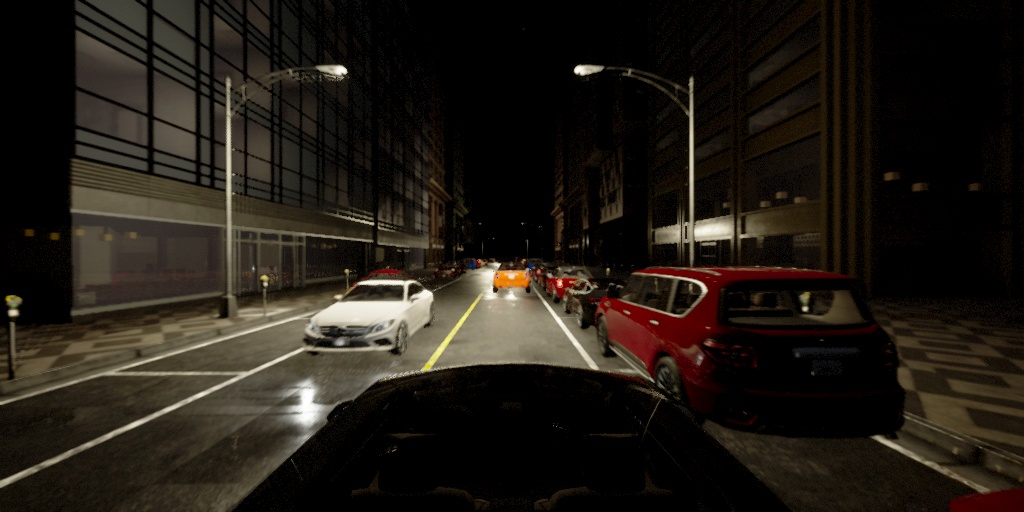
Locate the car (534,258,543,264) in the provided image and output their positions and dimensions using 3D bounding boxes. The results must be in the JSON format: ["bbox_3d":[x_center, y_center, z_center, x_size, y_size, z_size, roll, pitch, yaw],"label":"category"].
[{"bbox_3d":[2.615,1.210,27.920,1.967,1.591,4.097,0,0,0],"label":"car"}]

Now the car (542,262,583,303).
[{"bbox_3d":[2.679,1.197,16.717,1.967,1.591,4.097,0,0,0],"label":"car"}]

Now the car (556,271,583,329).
[{"bbox_3d":[2.712,1.317,11.116,1.948,1.339,4.313,0,0,0],"label":"car"}]

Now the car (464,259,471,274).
[{"bbox_3d":[-5.975,1.357,39.064,1.888,1.381,4.507,0,0,0],"label":"car"}]

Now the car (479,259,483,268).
[{"bbox_3d":[-6.073,1.377,55.871,1.888,1.381,4.507,0,0,0],"label":"car"}]

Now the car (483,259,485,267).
[{"bbox_3d":[-6.105,1.383,61.473,1.888,1.381,4.507,0,0,0],"label":"car"}]

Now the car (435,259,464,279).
[{"bbox_3d":[-5.943,1.245,33.463,1.967,1.591,4.097,0,0,0],"label":"car"}]

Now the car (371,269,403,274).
[{"bbox_3d":[-5.846,1.331,16.657,1.888,1.381,4.507,0,0,0],"label":"car"}]

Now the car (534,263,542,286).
[{"bbox_3d":[2.647,1.329,22.319,1.948,1.339,4.313,0,0,0],"label":"car"}]

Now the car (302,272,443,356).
[{"bbox_3d":[-3.125,1.294,8.823,1.812,1.442,4.674,0,0,0],"label":"car"}]

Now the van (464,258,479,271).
[{"bbox_3d":[-6.040,1.166,50.269,1.690,1.789,3.998,0,0,0],"label":"van"}]

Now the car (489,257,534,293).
[{"bbox_3d":[-0.025,1.123,21.326,2.097,1.767,4.553,0,0,0],"label":"car"}]

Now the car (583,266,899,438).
[{"bbox_3d":[2.744,1.060,5.514,2.192,1.841,5.009,0,0,0],"label":"car"}]
